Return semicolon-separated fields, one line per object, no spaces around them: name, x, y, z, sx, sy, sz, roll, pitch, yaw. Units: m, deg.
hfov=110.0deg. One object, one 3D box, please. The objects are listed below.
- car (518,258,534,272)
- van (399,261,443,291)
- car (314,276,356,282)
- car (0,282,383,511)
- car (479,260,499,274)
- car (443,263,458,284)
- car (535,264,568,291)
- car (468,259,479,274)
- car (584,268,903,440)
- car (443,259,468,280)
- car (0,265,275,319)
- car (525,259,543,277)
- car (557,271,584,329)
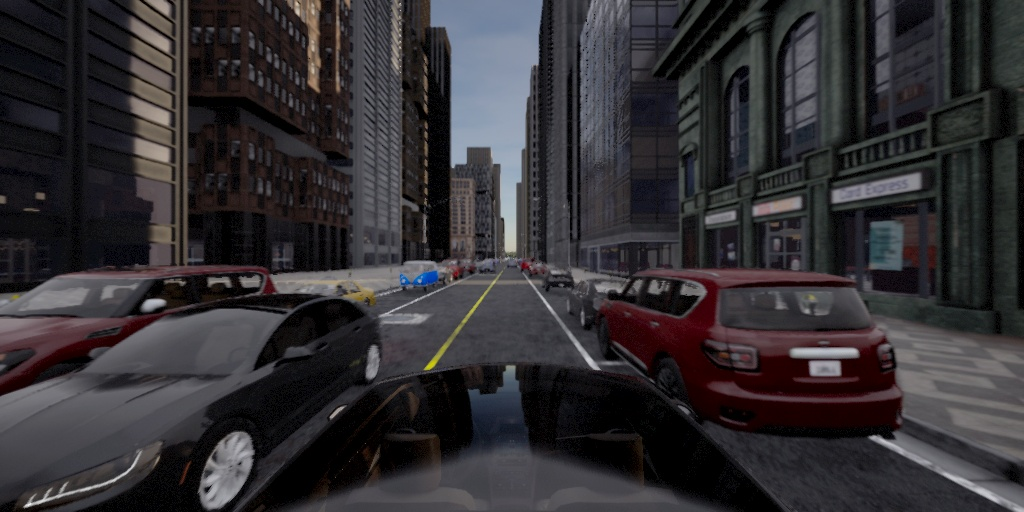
car;2.412;1.290;53.087;2.150;2.045;5.566;0;0;0
van;-5.755;1.211;22.461;1.690;1.789;3.998;0;0;0
car;-5.759;1.330;11.009;1.751;1.417;4.829;0;0;0
car;-3.098;1.269;4.258;1.837;1.490;4.892;0;0;0
car;-3.063;1.583;46.171;1.994;1.385;4.181;0;0;0
car;-5.753;1.455;28.101;2.007;1.370;4.403;0;0;0
car;2.770;1.421;22.464;2.007;1.370;4.403;0;0;0
car;-5.747;1.326;45.022;2.192;1.841;5.009;0;0;0
car;2.764;1.086;5.543;2.192;1.841;5.009;0;0;0
car;-5.751;1.255;33.741;2.192;1.841;5.009;0;0;0
car;-5.761;1.087;5.539;2.192;1.841;5.009;0;0;0
car;2.776;1.415;39.384;1.967;1.591;4.097;0;0;0
car;2.766;1.354;11.183;2.007;1.370;4.403;0;0;0
